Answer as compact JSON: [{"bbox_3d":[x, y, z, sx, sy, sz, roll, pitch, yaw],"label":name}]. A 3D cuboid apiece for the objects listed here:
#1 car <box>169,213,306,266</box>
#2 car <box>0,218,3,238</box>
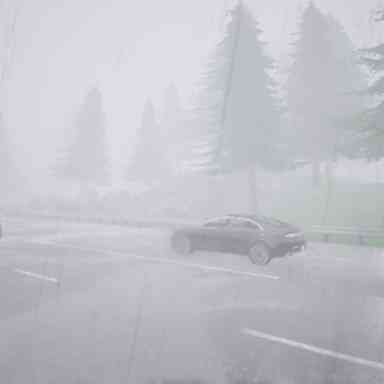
[{"bbox_3d":[1.407,1.502,11.583,4.902,1.511,2.128,0,0,36],"label":"car"},{"bbox_3d":[-11.304,1.391,16.353,4.553,1.767,2.097,0,0,35],"label":"car"}]
